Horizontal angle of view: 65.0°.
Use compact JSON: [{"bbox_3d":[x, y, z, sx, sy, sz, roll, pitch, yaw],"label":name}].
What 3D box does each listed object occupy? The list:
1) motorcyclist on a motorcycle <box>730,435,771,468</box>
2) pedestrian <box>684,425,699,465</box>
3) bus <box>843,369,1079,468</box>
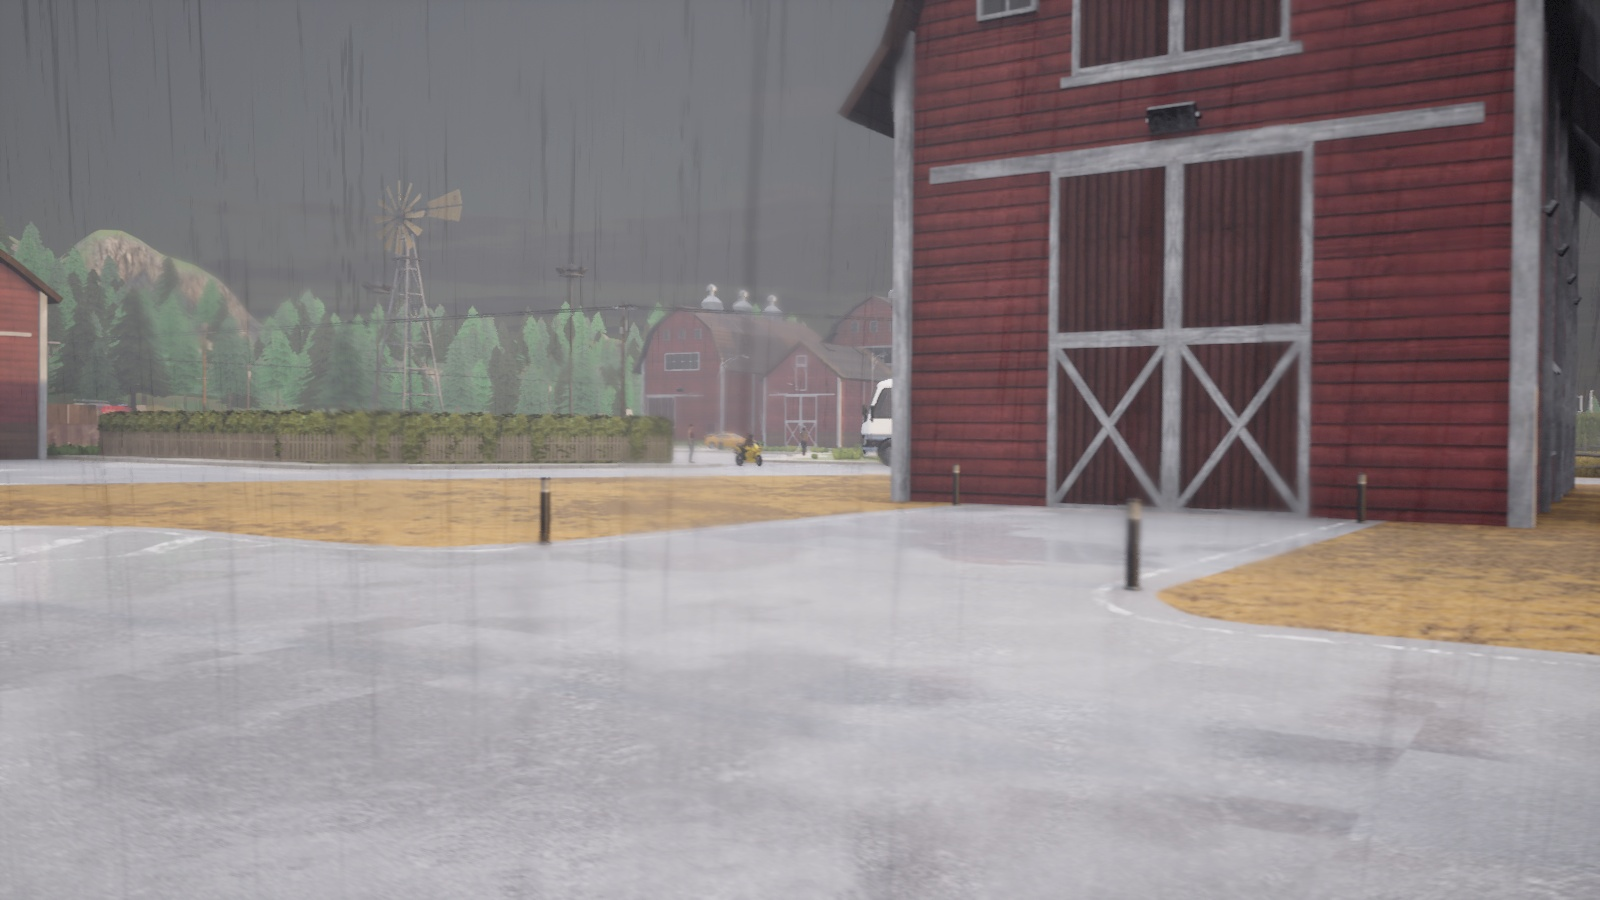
[{"bbox_3d":[-2.366,0.063,59.476,0.797,1.523,2.044,-1,1,-42],"label":"motorcyclist on a motorcycle"},{"bbox_3d":[-4.983,-0.218,57.849,0.594,1.836,0.345,0,1,11],"label":"pedestrian"},{"bbox_3d":[7.342,-1.420,57.384,10.273,4.253,3.944,0,2,9],"label":"bus"}]
